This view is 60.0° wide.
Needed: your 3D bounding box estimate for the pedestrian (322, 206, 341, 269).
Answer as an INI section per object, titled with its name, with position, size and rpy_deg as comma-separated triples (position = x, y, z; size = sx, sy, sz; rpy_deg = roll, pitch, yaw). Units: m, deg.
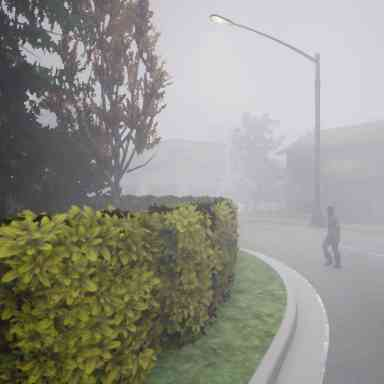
[pedestrian]
position = 4.116, 1.294, 9.717
size = 0.375, 1.860, 0.375
rpy_deg = 0, 0, -3
